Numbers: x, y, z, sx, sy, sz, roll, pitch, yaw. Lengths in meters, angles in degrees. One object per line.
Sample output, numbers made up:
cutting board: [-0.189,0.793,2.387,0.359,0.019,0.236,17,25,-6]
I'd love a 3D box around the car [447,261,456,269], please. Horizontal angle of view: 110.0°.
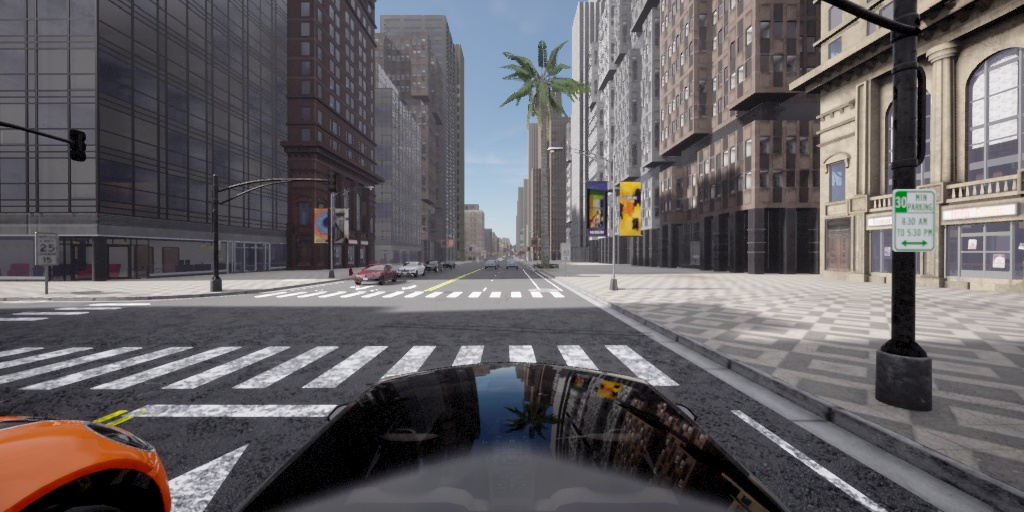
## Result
car: [-9.792,1.386,54.857,1.895,1.301,4.718,0,0,0]

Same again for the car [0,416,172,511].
car: [-3.150,1.102,0.290,2.097,1.767,4.553,0,0,0]

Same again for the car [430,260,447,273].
car: [-9.838,1.274,44.557,1.837,1.490,4.892,0,0,0]

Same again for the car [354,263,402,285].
car: [-9.846,1.281,26.308,1.812,1.442,4.674,0,0,-1]

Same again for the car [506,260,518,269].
car: [0.012,1.334,55.768,2.033,1.411,5.357,0,0,0]

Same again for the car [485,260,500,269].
car: [-3.238,1.334,55.769,2.033,1.411,5.357,0,0,0]

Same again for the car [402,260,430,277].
car: [-9.840,1.286,35.300,1.812,1.442,4.674,0,0,0]
